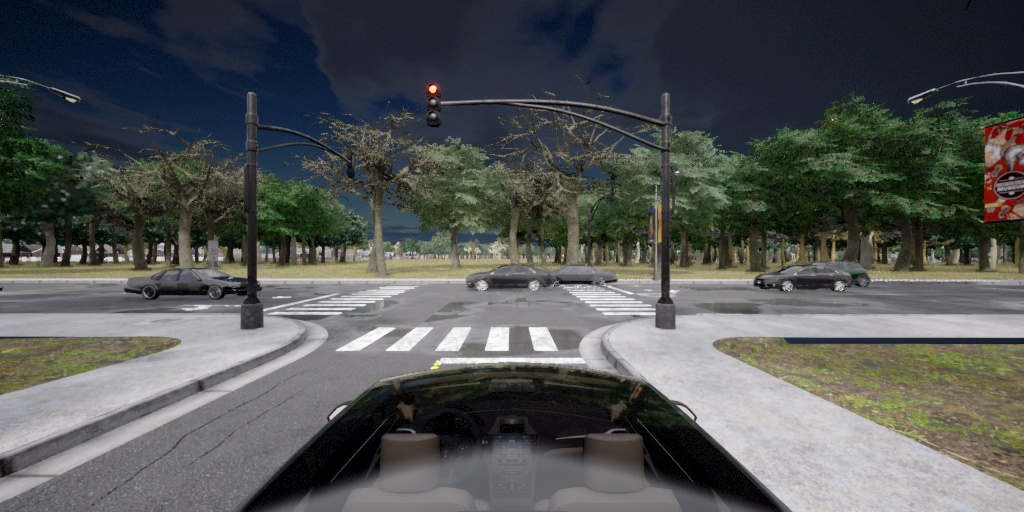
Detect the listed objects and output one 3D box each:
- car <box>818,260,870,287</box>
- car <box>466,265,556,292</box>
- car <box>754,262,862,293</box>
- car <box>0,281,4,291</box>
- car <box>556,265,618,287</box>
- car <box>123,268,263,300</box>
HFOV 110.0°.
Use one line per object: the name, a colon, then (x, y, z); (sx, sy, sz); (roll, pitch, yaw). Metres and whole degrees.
car: (20.761, 1.125, 23.841); (4.553, 1.767, 2.097); (0, 0, 0)
car: (-0.160, 1.254, 20.575); (4.892, 1.490, 1.837); (1, 0, 0)
car: (16.618, 1.274, 20.591); (4.892, 1.490, 1.837); (0, 0, 0)
car: (-28.011, 1.269, 17.099); (5.357, 1.411, 2.033); (0, 0, 0)
car: (4.205, 1.296, 23.830); (5.357, 1.411, 2.033); (0, 0, 0)
car: (-15.099, 1.281, 17.111); (5.357, 1.411, 2.033); (0, 0, 0)
